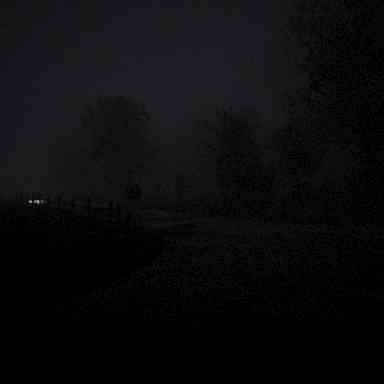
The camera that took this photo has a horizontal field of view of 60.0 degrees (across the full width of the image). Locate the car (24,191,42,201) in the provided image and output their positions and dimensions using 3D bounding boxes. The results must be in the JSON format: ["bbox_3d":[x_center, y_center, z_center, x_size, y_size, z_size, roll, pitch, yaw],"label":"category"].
[{"bbox_3d":[-24.833,0.596,51.844,1.994,1.385,4.181,-2,2,-36],"label":"car"}]
